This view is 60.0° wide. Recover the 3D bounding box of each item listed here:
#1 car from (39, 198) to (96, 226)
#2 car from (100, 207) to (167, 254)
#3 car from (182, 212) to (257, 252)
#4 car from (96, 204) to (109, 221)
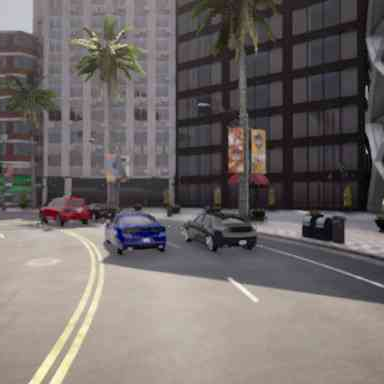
[{"bbox_3d":[-10.077,1.496,26.224,2.150,2.045,5.566,1,-1,-44],"label":"car"},{"bbox_3d":[-2.586,1.627,14.456,1.882,1.535,5.008,0,0,-22],"label":"car"},{"bbox_3d":[1.048,1.661,14.802,1.837,1.490,4.892,0,0,-21],"label":"car"},{"bbox_3d":[-8.727,1.784,29.723,5.008,1.535,1.882,0,-1,44],"label":"car"}]
